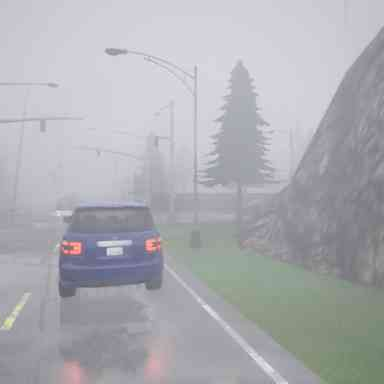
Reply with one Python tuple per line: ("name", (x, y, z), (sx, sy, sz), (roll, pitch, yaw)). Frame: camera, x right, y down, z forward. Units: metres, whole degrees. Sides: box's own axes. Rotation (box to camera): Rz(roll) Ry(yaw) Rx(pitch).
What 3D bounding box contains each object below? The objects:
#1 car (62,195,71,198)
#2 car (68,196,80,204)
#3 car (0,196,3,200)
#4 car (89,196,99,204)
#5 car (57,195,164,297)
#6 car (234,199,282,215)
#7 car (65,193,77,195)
("car", (-16.252, 1.482, 42.885), (2.128, 1.511, 4.902), (0, 0, -17))
("car", (-21.980, 1.550, 62.130), (1.994, 1.385, 4.181), (0, 0, -16))
("car", (-36.278, 1.359, 61.346), (1.845, 1.501, 3.633), (0, 0, -16))
("car", (-19.029, 1.512, 64.602), (1.812, 1.442, 4.674), (0, 0, -17))
("car", (-2.214, 1.220, 8.890), (2.150, 2.045, 5.566), (0, 0, -16))
("car", (6.623, 1.499, 33.222), (4.892, 1.490, 1.837), (0, 0, -18))
("car", (-19.119, 1.210, 52.437), (2.150, 2.045, 5.566), (0, 0, -17))
